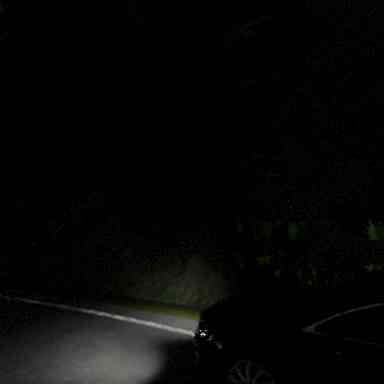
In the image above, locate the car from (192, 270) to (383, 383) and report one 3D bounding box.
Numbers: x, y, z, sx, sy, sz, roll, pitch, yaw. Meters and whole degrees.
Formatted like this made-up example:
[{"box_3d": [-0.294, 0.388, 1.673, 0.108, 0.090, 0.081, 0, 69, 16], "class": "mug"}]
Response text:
[{"box_3d": [2.284, 1.504, 3.103, 4.892, 1.490, 1.837, 1, 0, 34], "class": "car"}]
